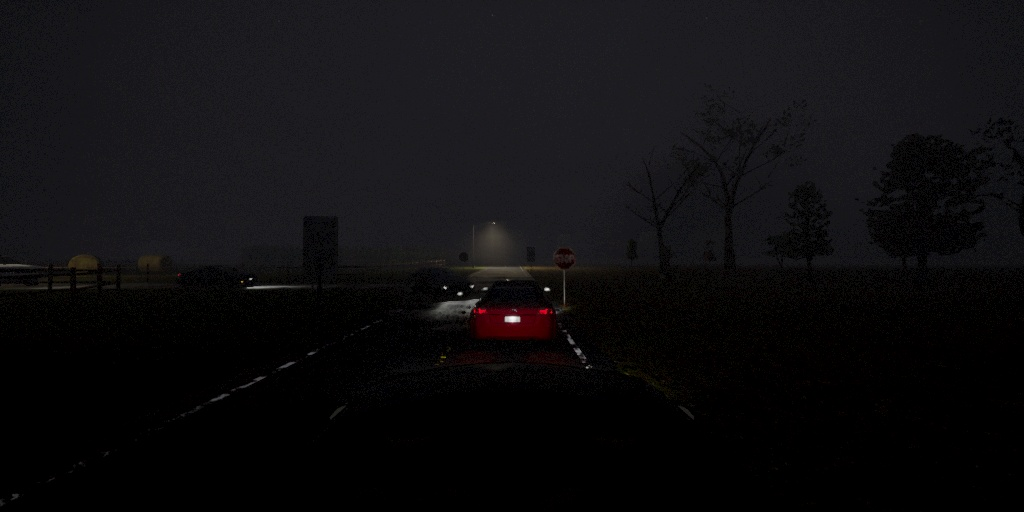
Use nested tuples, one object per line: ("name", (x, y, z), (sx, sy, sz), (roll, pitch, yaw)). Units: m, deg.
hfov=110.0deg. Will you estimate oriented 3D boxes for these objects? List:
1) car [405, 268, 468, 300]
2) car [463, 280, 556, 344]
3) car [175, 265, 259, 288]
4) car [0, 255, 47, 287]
("car", (-3.815, 1.300, 18.315), (2.033, 1.411, 5.357), (0, 0, -35))
("car", (0.099, 1.317, 9.638), (1.994, 1.385, 4.181), (0, 0, 3))
("car", (-18.614, 1.282, 22.776), (4.181, 1.385, 1.994), (0, -1, -1))
("car", (-32.849, 0.925, 22.314), (5.566, 2.045, 2.150), (0, -1, -3))
